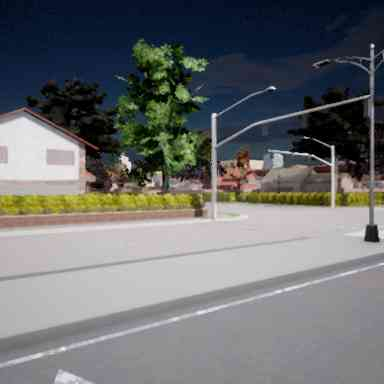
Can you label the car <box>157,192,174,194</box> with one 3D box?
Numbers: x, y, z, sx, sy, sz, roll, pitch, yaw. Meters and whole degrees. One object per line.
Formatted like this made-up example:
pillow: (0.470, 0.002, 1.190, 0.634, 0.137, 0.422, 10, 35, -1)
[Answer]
car: (-3.810, 1.085, 52.870, 2.150, 2.045, 5.566, 0, 0, -36)
